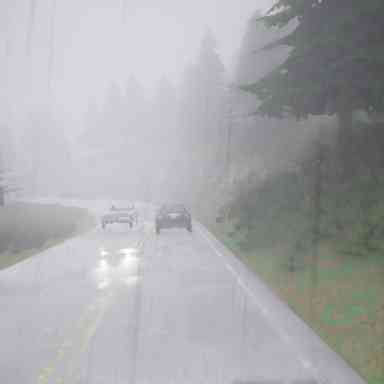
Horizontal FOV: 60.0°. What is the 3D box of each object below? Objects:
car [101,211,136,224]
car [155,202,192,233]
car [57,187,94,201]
[{"bbox_3d":[-4.437,1.402,20.850,1.895,1.301,4.718,-1,0,-4],"label":"car"},{"bbox_3d":[-1.231,1.431,20.822,2.097,1.767,4.553,-1,0,-5],"label":"car"},{"bbox_3d":[-14.359,0.192,40.957,5.008,1.535,1.882,1,4,27],"label":"car"}]
